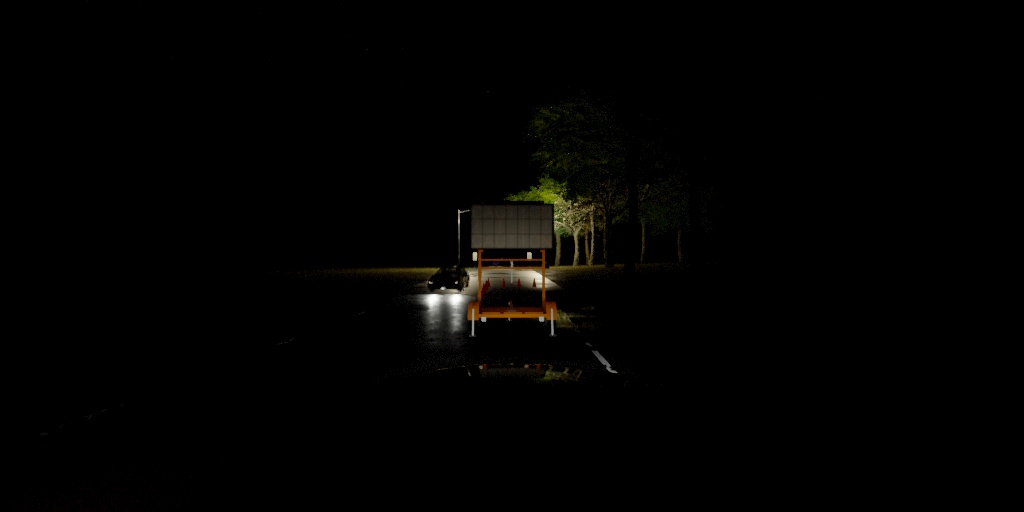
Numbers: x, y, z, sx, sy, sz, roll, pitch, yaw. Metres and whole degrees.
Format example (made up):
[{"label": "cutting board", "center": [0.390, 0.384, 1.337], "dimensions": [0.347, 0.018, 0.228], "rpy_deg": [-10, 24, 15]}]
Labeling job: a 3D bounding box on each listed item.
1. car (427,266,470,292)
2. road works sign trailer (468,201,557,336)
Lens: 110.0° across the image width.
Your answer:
[{"label": "car", "center": [-3.650, 1.321, 21.583], "dimensions": [2.033, 1.411, 5.357], "rpy_deg": [0, 0, 0]}, {"label": "road works sign trailer", "center": [-0.008, 0.222, 10.379], "dimensions": [2.380, 3.560, 2.880], "rpy_deg": [0, 0, -1]}]
